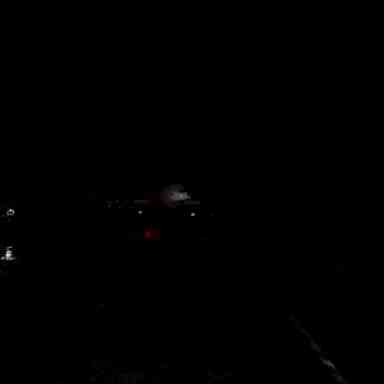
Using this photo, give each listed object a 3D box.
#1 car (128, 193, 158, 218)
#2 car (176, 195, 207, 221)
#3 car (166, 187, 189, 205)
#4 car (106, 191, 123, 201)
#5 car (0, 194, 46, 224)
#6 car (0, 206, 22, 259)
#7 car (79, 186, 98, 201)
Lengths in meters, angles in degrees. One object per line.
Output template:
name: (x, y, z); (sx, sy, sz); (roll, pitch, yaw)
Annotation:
car: (-3.573, 1.113, 24.774); (1.812, 1.442, 4.674); (0, 2, -2)
car: (0.010, 1.161, 22.908); (1.812, 1.442, 4.674); (0, 1, -1)
car: (-1.836, 0.411, 40.571); (2.150, 2.045, 5.566); (0, 2, -12)
car: (-10.900, 0.550, 46.607); (1.994, 1.385, 4.181); (0, 2, -19)
car: (-10.513, 1.057, 19.707); (2.097, 1.767, 4.553); (0, 1, 0)
car: (-7.013, 1.374, 9.140); (1.882, 1.535, 5.008); (0, 1, 1)
car: (-14.588, 0.176, 46.781); (2.150, 2.045, 5.566); (0, 1, -20)
